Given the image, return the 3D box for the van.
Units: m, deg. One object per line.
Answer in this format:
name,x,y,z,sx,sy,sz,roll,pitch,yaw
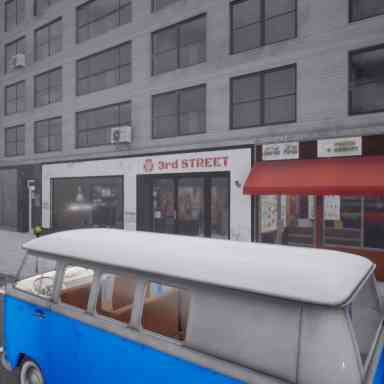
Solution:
van,-0.270,1.341,3.269,3.998,1.788,1.690,0,0,35
